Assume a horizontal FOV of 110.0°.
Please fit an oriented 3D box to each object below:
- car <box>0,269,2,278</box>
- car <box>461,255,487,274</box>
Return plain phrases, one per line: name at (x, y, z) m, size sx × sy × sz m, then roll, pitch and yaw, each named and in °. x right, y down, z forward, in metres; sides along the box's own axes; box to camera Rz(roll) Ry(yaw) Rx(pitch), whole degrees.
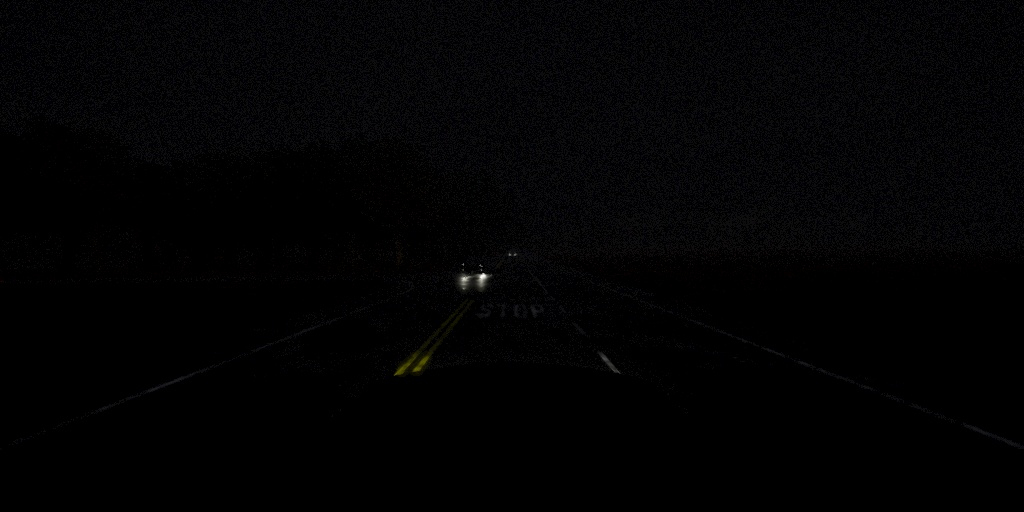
car at (-48.900, 1.498, 31.992) m, size 5.008 × 1.535 × 1.882 m, roll -1°, pitch -1°, yaw 1°
car at (-3.491, 0.737, 33.683) m, size 2.097 × 1.767 × 4.553 m, roll -1°, pitch 2°, yaw 0°
